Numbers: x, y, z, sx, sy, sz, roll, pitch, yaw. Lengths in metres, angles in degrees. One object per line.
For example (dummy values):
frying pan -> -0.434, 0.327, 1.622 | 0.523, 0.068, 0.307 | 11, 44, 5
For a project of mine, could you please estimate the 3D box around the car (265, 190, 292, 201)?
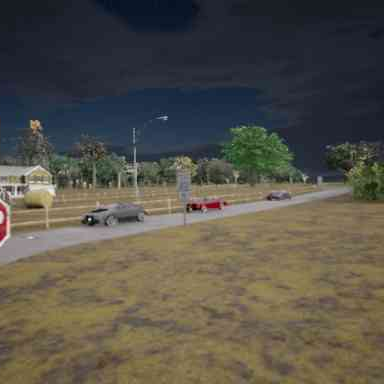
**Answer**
car -> 11.487, 0.413, 43.669 | 2.033, 1.411, 5.357 | -2, 1, 36

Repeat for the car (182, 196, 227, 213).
car -> 1.164, 1.080, 29.227 | 1.895, 1.301, 4.718 | -2, 0, 35

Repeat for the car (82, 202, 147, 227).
car -> -4.780, 1.352, 20.879 | 1.994, 1.385, 4.181 | -2, 0, 36
